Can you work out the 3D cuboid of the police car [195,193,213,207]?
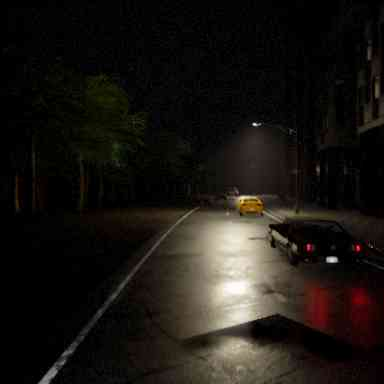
[{"bbox_3d":[1.562,0.974,42.192,1.930,1.638,5.238,0,1,7],"label":"police car"}]

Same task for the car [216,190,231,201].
[{"bbox_3d":[5.382,0.794,59.686,1.837,1.490,4.892,0,1,11],"label":"car"}]

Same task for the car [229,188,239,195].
[{"bbox_3d":[10.081,0.025,81.391,2.150,2.045,5.566,0,1,15],"label":"car"}]

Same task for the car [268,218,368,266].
[{"bbox_3d":[3.863,1.515,11.191,1.895,1.301,4.718,0,1,2],"label":"car"}]

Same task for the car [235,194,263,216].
[{"bbox_3d":[5.023,1.189,29.064,1.882,1.535,5.008,0,1,5],"label":"car"}]
